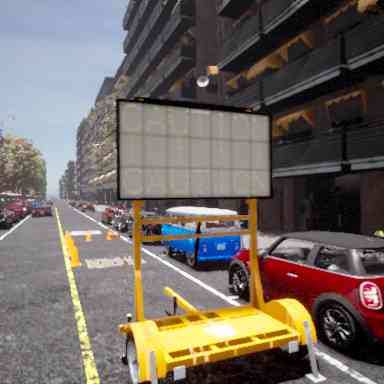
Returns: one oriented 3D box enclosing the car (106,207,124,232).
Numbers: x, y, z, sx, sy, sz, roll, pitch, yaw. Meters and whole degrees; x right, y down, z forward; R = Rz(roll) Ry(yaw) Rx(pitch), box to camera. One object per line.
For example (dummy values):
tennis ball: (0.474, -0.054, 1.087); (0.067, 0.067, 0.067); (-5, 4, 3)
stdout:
car: (-4.196, 1.793, 22.042); (2.008, 1.369, 4.403); (0, -1, -23)

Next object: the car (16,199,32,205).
car: (-20.620, 2.012, 39.578); (1.967, 1.590, 4.097); (0, -1, -23)

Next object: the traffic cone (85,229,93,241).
traffic cone: (-5.214, 2.160, 16.796); (0.340, 0.580, 0.340); (0, -1, -23)

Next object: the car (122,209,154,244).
car: (-2.023, 1.739, 16.848); (1.947, 1.339, 4.313); (0, -1, -23)

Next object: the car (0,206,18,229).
car: (-14.100, 1.923, 24.001); (1.947, 1.339, 4.313); (0, -1, -23)

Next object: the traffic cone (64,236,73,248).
traffic cone: (-4.592, 2.116, 12.720); (0.340, 0.580, 0.340); (0, -1, -23)

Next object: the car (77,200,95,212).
car: (-15.062, 2.185, 48.006); (1.802, 1.307, 4.206); (0, -1, -23)

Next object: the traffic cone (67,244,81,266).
traffic cone: (-3.820, 2.092, 10.875); (0.340, 0.580, 0.340); (0, -1, -23)

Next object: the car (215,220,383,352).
car: (2.323, 1.476, 6.461); (1.967, 1.590, 4.097); (0, -1, -23)

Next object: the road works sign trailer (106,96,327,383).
road works sign trailer: (0.043, 0.508, 4.924); (2.380, 3.560, 2.880); (0, -1, -23)

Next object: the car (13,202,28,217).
car: (-18.446, 2.041, 34.386); (1.887, 1.381, 4.507); (0, -1, -23)

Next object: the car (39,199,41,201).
car: (-33.659, 2.601, 70.739); (1.947, 1.339, 4.313); (0, -1, -23)

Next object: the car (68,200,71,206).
car: (-25.929, 2.555, 73.975); (1.947, 1.339, 4.313); (0, -1, -23)

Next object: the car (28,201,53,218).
car: (-16.759, 2.072, 37.169); (1.994, 1.385, 4.181); (0, -1, -22)

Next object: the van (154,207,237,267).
van: (0.149, 1.446, 11.656); (1.690, 1.788, 3.998); (0, -1, -23)

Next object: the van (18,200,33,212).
van: (-24.968, 2.067, 49.967); (1.690, 1.788, 3.998); (0, -1, -23)

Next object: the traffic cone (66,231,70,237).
traffic cone: (-5.364, 2.140, 14.565); (0.340, 0.580, 0.340); (0, -1, -23)

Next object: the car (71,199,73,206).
car: (-21.582, 2.416, 63.588); (1.802, 1.307, 4.206); (0, -1, -23)

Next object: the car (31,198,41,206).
car: (-38.008, 2.508, 81.128); (2.192, 1.841, 5.009); (0, -1, -23)

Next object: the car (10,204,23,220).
car: (-16.274, 2.007, 29.194); (1.802, 1.307, 4.206); (0, -1, -23)

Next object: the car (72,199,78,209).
car: (-19.410, 2.197, 58.395); (1.967, 1.590, 4.097); (0, -1, -23)

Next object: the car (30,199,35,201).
car: (-22.795, 1.964, 44.773); (2.192, 1.841, 5.009); (0, -1, -23)

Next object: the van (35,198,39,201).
van: (-29.315, 2.221, 60.354); (1.690, 1.788, 3.998); (0, -1, -23)

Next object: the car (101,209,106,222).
car: (-6.369, 1.856, 27.236); (1.887, 1.381, 4.507); (0, -1, -23)

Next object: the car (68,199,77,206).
car: (-30.277, 2.588, 84.362); (1.967, 1.590, 4.097); (0, -1, -23)
